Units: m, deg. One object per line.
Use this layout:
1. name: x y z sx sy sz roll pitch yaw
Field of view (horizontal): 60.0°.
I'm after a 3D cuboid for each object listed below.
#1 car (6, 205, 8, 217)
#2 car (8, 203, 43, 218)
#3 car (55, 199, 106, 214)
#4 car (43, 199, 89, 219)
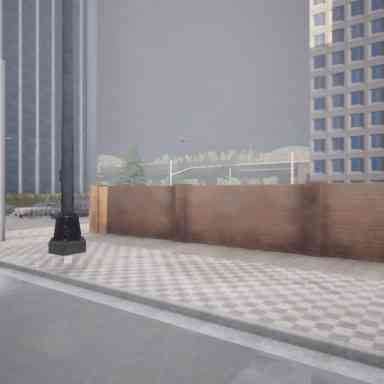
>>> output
1. car: -18.240 1.551 29.266 2.033 1.411 5.357 0 0 32
2. car: -13.437 1.604 29.960 1.895 1.301 4.718 0 0 35
3. car: -12.431 1.551 37.497 2.033 1.411 5.357 0 0 35
4. car: -10.026 1.566 28.460 1.994 1.385 4.181 0 0 35
